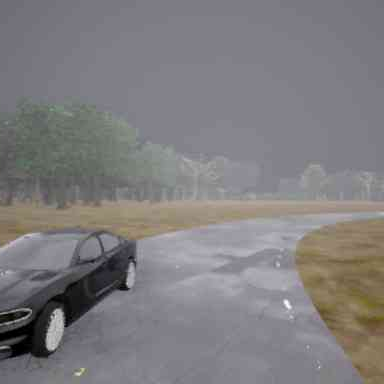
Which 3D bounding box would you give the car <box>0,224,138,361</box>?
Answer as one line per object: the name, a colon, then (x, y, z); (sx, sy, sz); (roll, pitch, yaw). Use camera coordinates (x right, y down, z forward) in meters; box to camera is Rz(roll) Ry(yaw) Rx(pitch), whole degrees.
car: (-2.540, 1.454, 6.296); (1.882, 1.535, 5.008); (0, 0, 9)
